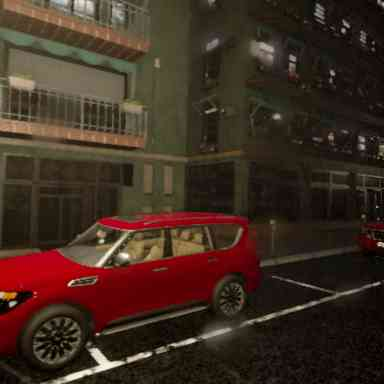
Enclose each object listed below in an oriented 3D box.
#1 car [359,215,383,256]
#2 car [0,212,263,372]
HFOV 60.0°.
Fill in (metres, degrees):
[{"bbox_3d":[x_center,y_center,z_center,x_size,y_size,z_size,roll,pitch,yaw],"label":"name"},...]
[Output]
[{"bbox_3d":[8.358,1.456,12.495,5.009,1.841,2.192,1,1,-35],"label":"car"},{"bbox_3d":[-0.920,1.341,5.878,5.009,1.841,2.192,1,1,-35],"label":"car"}]
